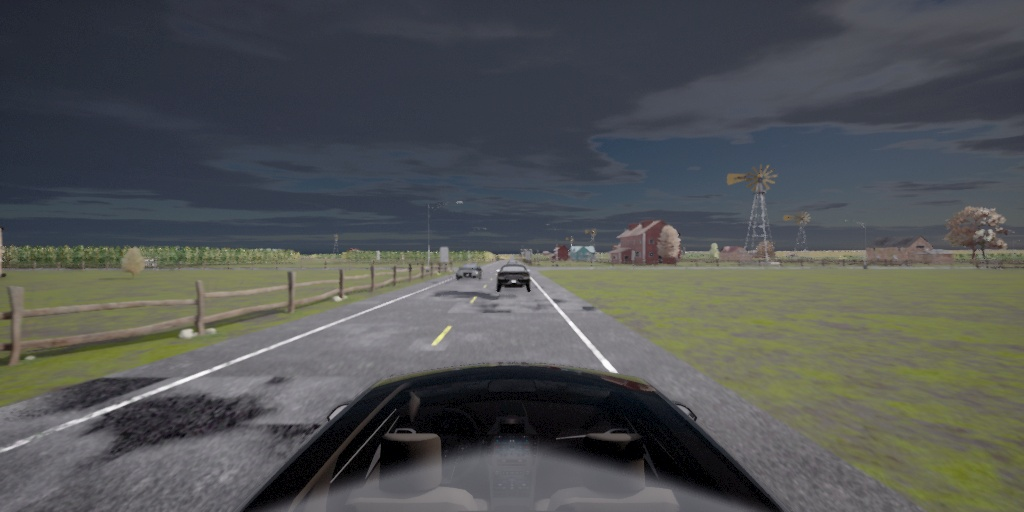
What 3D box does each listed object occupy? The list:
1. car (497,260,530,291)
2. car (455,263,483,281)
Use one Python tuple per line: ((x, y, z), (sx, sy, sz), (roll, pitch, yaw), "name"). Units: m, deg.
((0.092, 1.231, 21.920), (1.882, 1.535, 5.008), (0, 0, 0), "car")
((-3.514, 1.323, 30.300), (1.994, 1.385, 4.181), (0, 0, 0), "car")
